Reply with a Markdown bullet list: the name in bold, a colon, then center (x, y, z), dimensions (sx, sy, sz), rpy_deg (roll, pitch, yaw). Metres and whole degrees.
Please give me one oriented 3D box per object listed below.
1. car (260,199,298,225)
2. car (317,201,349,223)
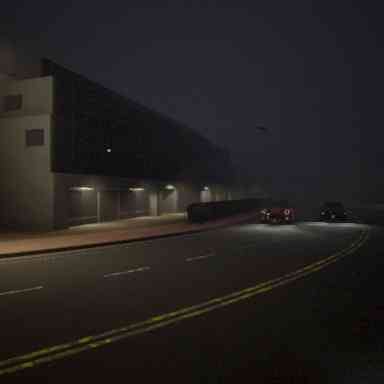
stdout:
- **car**: center (6.447, 1.352, 24.343), dimensions (2.097, 1.767, 4.553), rpy_deg (0, 0, 24)
- **car**: center (11.032, 1.505, 26.019), dimensions (1.837, 1.490, 4.892), rpy_deg (0, 0, 23)
